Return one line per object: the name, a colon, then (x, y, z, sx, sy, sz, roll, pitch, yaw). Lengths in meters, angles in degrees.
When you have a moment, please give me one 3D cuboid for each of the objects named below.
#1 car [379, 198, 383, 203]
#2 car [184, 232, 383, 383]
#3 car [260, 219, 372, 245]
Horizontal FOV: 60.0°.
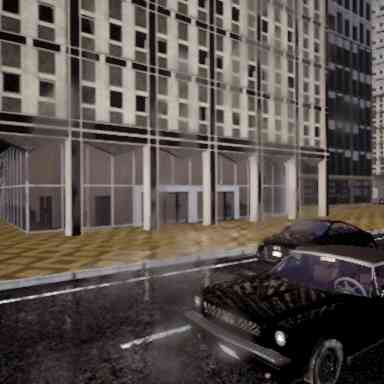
car: (36.236, 1.333, 60.037, 1.887, 1.381, 4.507, 0, 0, -34)
car: (2.240, 1.602, 5.283, 4.718, 1.301, 1.895, 0, 0, -35)
car: (4.019, 1.565, 10.544, 4.181, 1.385, 1.994, 0, 0, -35)
